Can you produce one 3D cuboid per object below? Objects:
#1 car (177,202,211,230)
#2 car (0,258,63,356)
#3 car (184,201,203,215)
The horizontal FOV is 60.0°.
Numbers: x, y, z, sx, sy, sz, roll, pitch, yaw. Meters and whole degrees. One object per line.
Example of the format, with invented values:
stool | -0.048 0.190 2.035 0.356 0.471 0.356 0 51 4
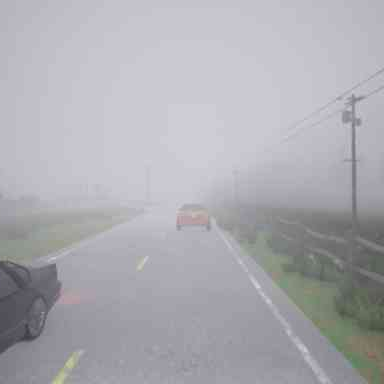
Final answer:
car | 0.098 1.478 22.155 2.097 1.767 4.553 0 0 0
car | -3.288 1.570 3.834 2.033 1.411 5.357 0 0 0
car | 0.138 1.772 37.229 1.994 1.385 4.181 0 0 0
